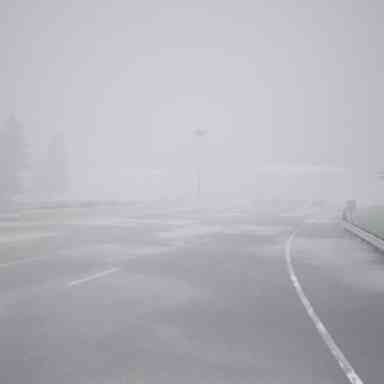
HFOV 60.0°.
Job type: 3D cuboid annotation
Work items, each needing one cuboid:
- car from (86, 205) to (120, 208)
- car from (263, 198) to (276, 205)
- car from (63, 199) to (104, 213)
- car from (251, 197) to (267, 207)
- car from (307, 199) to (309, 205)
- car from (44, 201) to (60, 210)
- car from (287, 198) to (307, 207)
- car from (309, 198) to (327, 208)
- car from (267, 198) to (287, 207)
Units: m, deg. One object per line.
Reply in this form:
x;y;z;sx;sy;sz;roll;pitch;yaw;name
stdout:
-9.990;1.754;39.188;1.812;1.442;4.674;0;0;25;car
16.791;1.995;71.653;1.994;1.385;4.181;0;0;25;car
-13.168;1.711;40.665;1.882;1.535;5.008;0;-1;25;car
12.538;1.795;62.531;2.097;1.767;4.553;0;0;25;car
23.136;1.956;68.695;1.812;1.442;4.674;0;0;25;car
-16.724;1.833;41.318;1.895;1.301;4.718;0;0;25;car
18.908;1.996;59.628;1.994;1.385;4.181;0;0;25;car
21.905;1.929;57.772;1.837;1.490;4.892;0;0;25;car
15.560;1.939;60.730;1.837;1.490;4.892;0;0;25;car
